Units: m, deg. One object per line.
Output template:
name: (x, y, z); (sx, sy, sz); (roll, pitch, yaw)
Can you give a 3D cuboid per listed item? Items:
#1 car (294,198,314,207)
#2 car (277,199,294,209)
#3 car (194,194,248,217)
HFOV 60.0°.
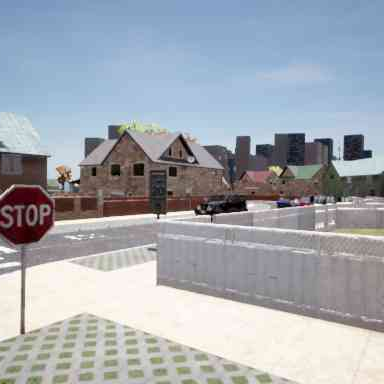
car: (14.115, 1.614, 41.358); (1.994, 1.385, 4.181); (1, 0, 19)
car: (12.581, 1.584, 45.505); (1.895, 1.301, 4.718); (1, 0, 16)
car: (2.477, 1.172, 26.889); (2.150, 2.045, 5.566); (2, 1, 37)
